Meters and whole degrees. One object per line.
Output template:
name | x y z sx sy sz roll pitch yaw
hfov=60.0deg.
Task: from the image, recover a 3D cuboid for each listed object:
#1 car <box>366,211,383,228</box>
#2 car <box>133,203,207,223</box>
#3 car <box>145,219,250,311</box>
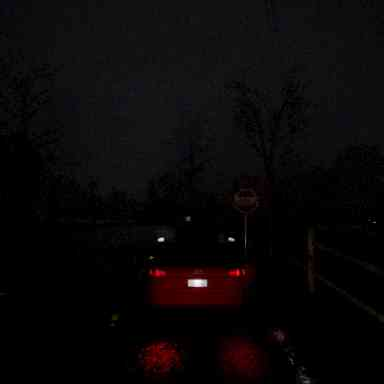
car | 14.961 1.890 24.363 4.181 1.385 1.994 1 1 0
car | -1.578 1.512 24.392 5.357 1.411 2.033 1 0 0
car | 0.100 1.562 7.821 1.994 1.385 4.181 0 0 0
